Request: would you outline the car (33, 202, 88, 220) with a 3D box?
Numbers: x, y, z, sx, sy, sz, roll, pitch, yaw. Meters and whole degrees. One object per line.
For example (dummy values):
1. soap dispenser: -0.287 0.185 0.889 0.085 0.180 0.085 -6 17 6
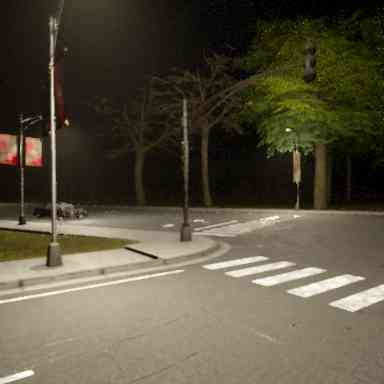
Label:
1. car: -11.359 1.600 28.462 5.357 1.411 2.033 0 0 32
